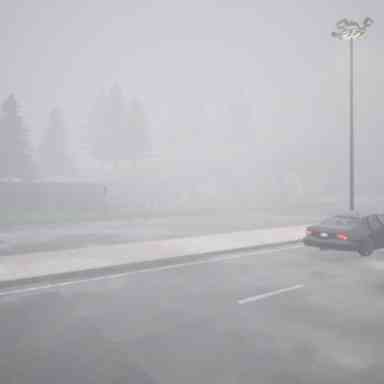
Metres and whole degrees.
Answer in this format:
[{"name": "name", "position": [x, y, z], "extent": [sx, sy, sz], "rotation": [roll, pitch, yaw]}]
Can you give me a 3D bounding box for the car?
[{"name": "car", "position": [6.497, 1.483, 12.679], "extent": [5.357, 1.411, 2.033], "rotation": [0, 0, -36]}]
